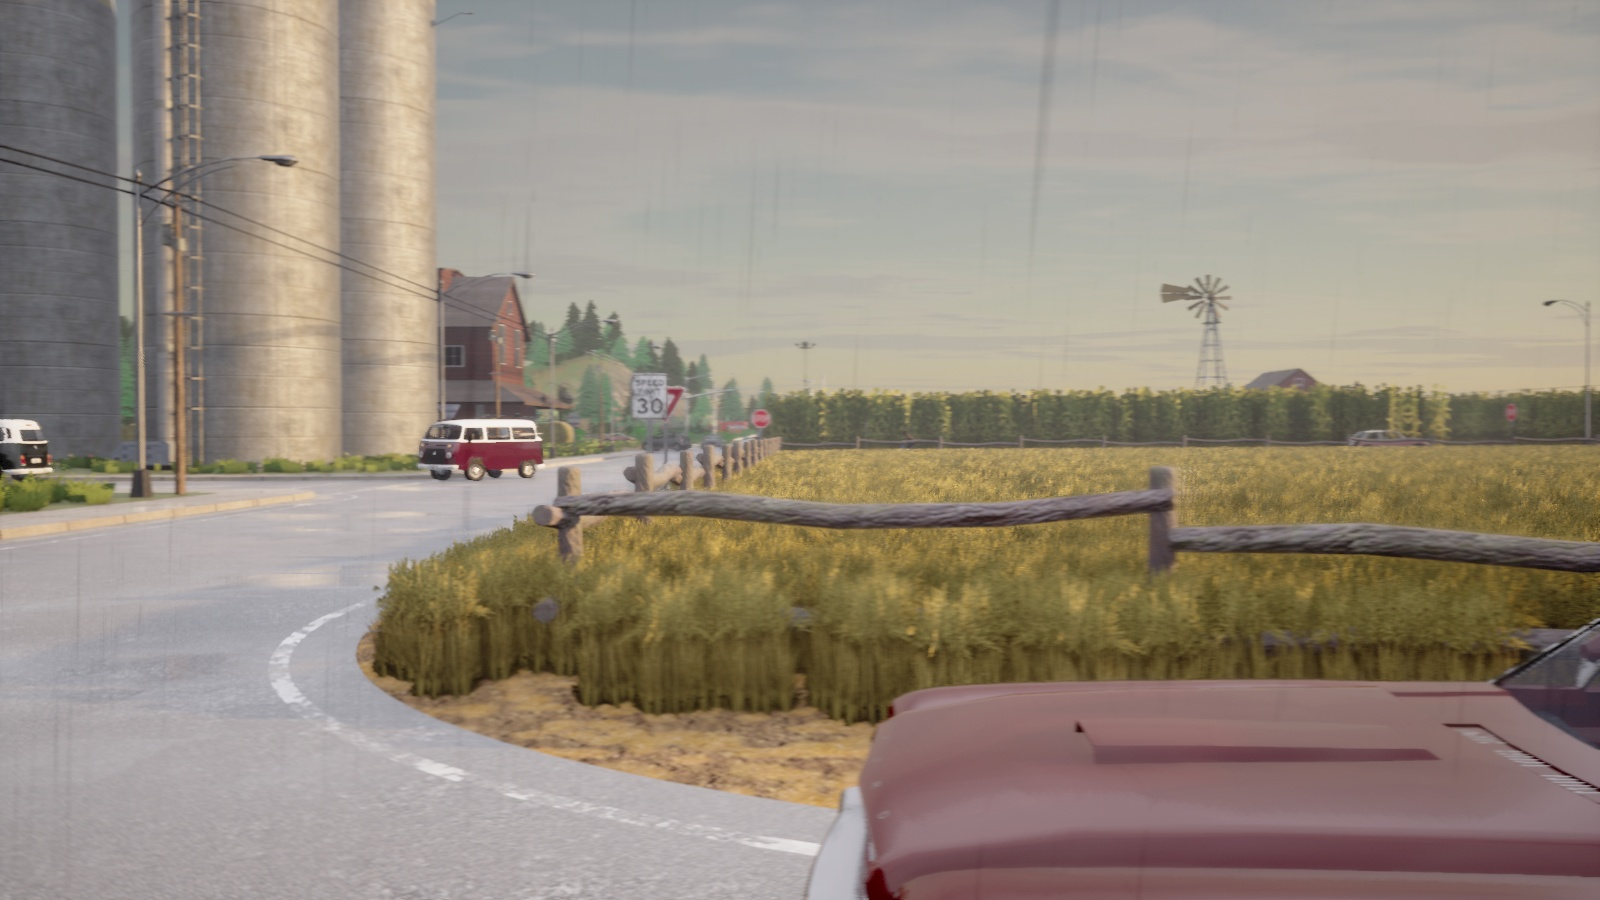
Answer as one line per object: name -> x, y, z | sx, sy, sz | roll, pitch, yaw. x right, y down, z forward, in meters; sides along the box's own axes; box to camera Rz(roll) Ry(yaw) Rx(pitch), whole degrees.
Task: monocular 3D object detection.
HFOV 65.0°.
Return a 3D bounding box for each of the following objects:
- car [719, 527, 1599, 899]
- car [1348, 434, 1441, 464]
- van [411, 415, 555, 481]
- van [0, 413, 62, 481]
car -> 2.306, 0.901, 2.569 | 4.718, 1.301, 1.895 | 0, 1, 4
car -> 30.108, -0.062, 63.685 | 3.806, 1.475, 1.970 | 0, 1, 1
van -> -10.512, -0.092, 41.968 | 2.069, 2.038, 4.480 | 2, 1, 31
van -> -25.774, -0.117, 39.029 | 4.480, 2.038, 2.069 | 0, 1, 0
